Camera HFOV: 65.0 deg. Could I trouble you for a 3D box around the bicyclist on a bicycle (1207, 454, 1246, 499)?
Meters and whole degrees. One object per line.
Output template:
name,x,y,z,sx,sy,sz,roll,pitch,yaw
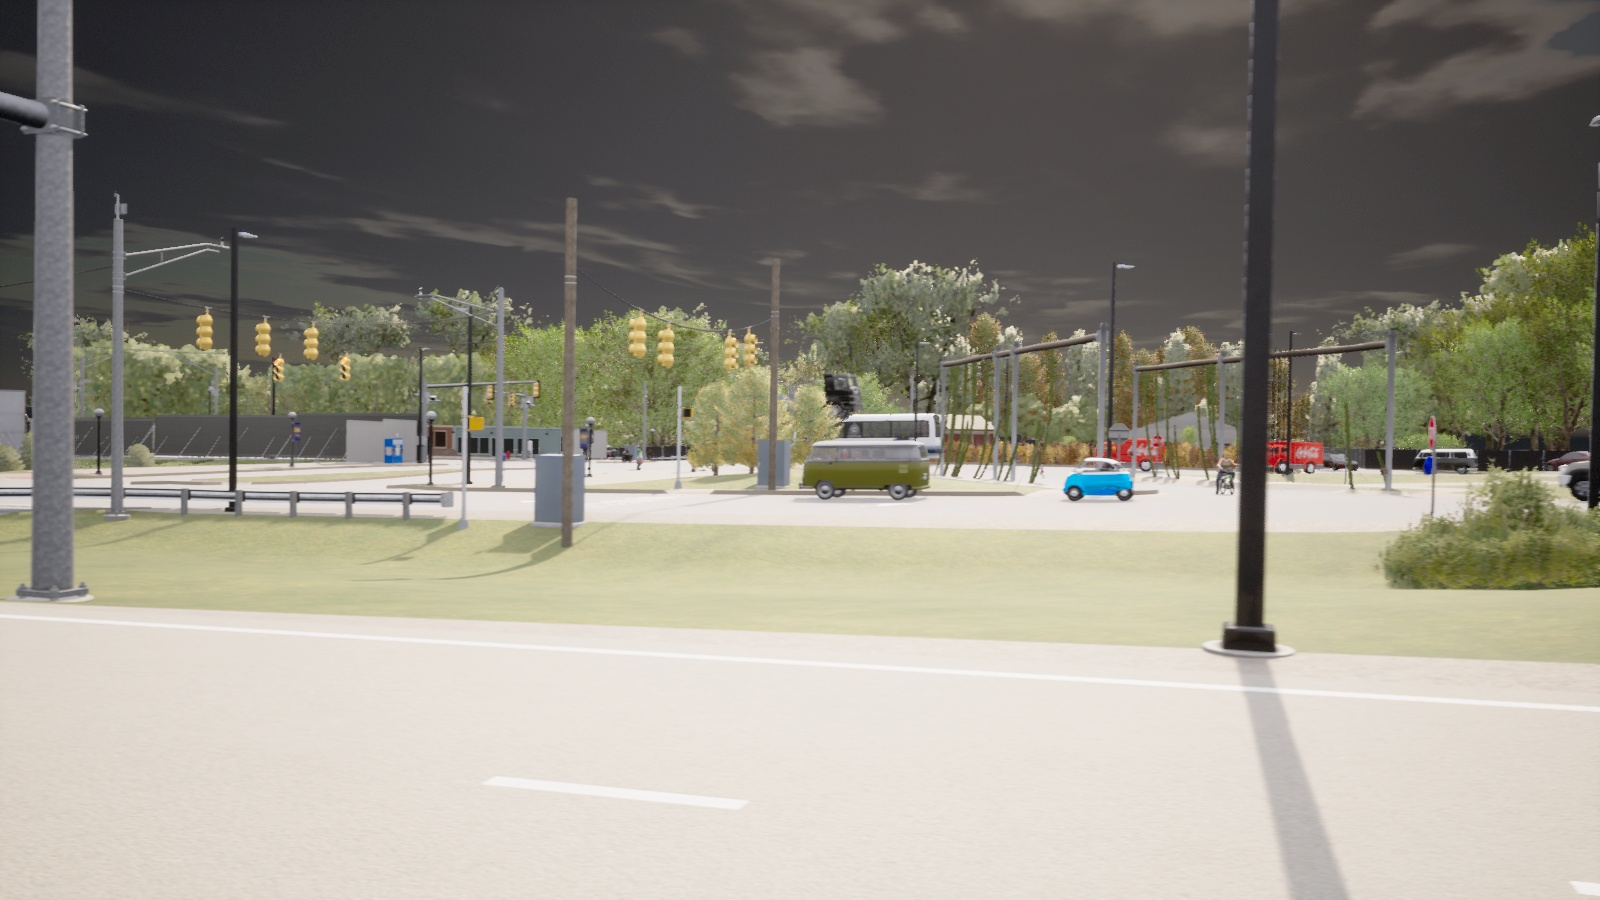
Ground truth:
bicyclist on a bicycle,15.785,0.970,46.496,0.866,1.612,1.509,1,-1,-1

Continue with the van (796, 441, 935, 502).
van,2.241,0.690,42.903,4.442,1.987,1.775,0,1,18

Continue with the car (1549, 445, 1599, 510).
car,24.493,0.787,36.222,4.605,1.855,1.932,-3,-5,45

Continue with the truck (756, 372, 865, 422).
truck,0.829,-4.145,98.360,7.936,3.462,2.891,-2,3,17

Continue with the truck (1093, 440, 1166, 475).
truck,24.896,0.558,94.878,5.204,2.467,2.627,1,2,16

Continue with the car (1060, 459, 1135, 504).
car,9.585,1.002,40.482,2.207,1.376,1.481,0,1,19
